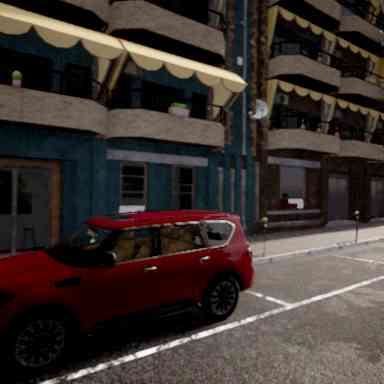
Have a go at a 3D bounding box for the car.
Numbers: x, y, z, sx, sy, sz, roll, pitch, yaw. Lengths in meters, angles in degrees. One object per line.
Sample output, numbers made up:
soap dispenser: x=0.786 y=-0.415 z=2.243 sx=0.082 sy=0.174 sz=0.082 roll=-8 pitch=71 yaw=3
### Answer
car: x=-1.087 y=1.309 z=5.766 sx=5.009 sy=1.841 sz=2.192 roll=0 pitch=1 yaw=-36
